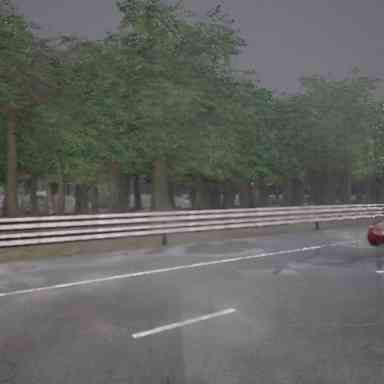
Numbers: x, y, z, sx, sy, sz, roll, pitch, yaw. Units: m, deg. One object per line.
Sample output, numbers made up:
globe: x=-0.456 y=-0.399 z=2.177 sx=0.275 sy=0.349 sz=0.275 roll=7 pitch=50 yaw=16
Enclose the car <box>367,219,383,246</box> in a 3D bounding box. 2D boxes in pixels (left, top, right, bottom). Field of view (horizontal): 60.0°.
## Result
car: x=9.253 y=1.549 z=13.927 sx=4.181 sy=1.385 sz=1.994 roll=0 pitch=0 yaw=-33
